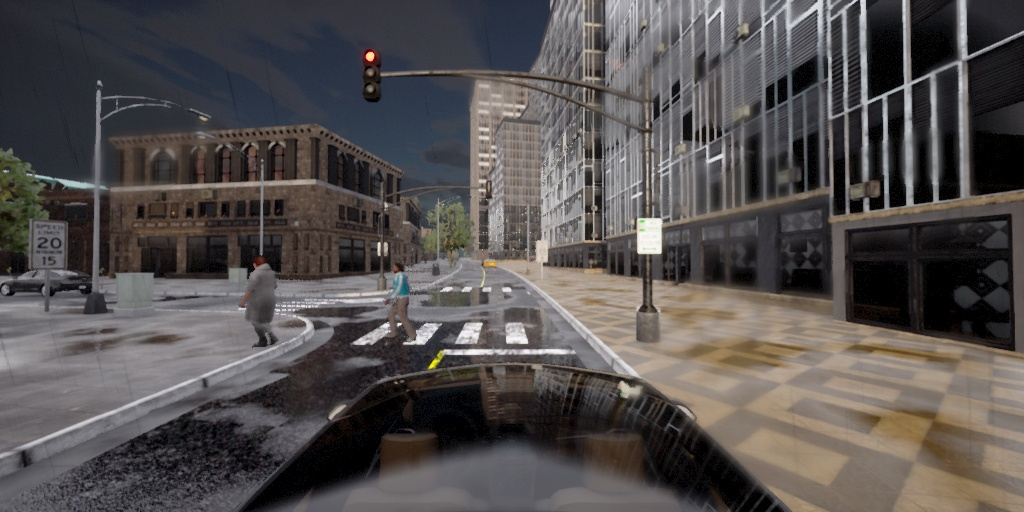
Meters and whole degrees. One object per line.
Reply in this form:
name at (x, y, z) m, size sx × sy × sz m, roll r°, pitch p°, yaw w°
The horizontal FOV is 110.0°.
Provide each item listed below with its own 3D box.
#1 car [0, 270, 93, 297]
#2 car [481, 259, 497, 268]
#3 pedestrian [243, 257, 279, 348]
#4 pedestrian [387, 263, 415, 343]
car at (-24.233, 1.373, 18.767) m, size 4.403 × 1.370 × 2.007 m, roll 0°, pitch 0°, yaw 9°
car at (-3.580, 1.192, 58.416) m, size 1.882 × 1.535 × 5.008 m, roll 0°, pitch 0°, yaw -7°
pedestrian at (-5.050, 0.888, 7.246) m, size 0.375 × 1.860 × 0.375 m, roll 1°, pitch -1°, yaw -1°
pedestrian at (-2.534, 1.041, 8.188) m, size 0.375 × 1.860 × 0.375 m, roll 1°, pitch -1°, yaw -1°
